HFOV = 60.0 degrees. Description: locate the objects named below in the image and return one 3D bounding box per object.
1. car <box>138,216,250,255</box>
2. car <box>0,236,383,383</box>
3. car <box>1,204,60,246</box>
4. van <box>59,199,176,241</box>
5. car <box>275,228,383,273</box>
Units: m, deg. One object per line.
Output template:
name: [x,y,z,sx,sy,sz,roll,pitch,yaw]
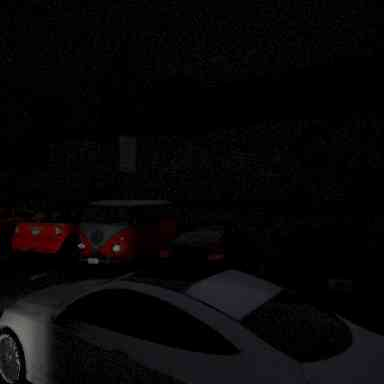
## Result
car: [0.497,1.514,9.122,2.002,1.452,4.674,0,-1,16]
car: [-0.300,1.520,3.592,4.674,1.442,1.812,0,0,36]
car: [-4.367,1.313,12.565,2.185,1.767,4.553,0,0,15]
van: [-1.947,1.233,10.743,1.878,1.987,4.442,1,0,16]
car: [2.935,1.518,7.422,2.163,1.488,4.792,0,-1,16]
